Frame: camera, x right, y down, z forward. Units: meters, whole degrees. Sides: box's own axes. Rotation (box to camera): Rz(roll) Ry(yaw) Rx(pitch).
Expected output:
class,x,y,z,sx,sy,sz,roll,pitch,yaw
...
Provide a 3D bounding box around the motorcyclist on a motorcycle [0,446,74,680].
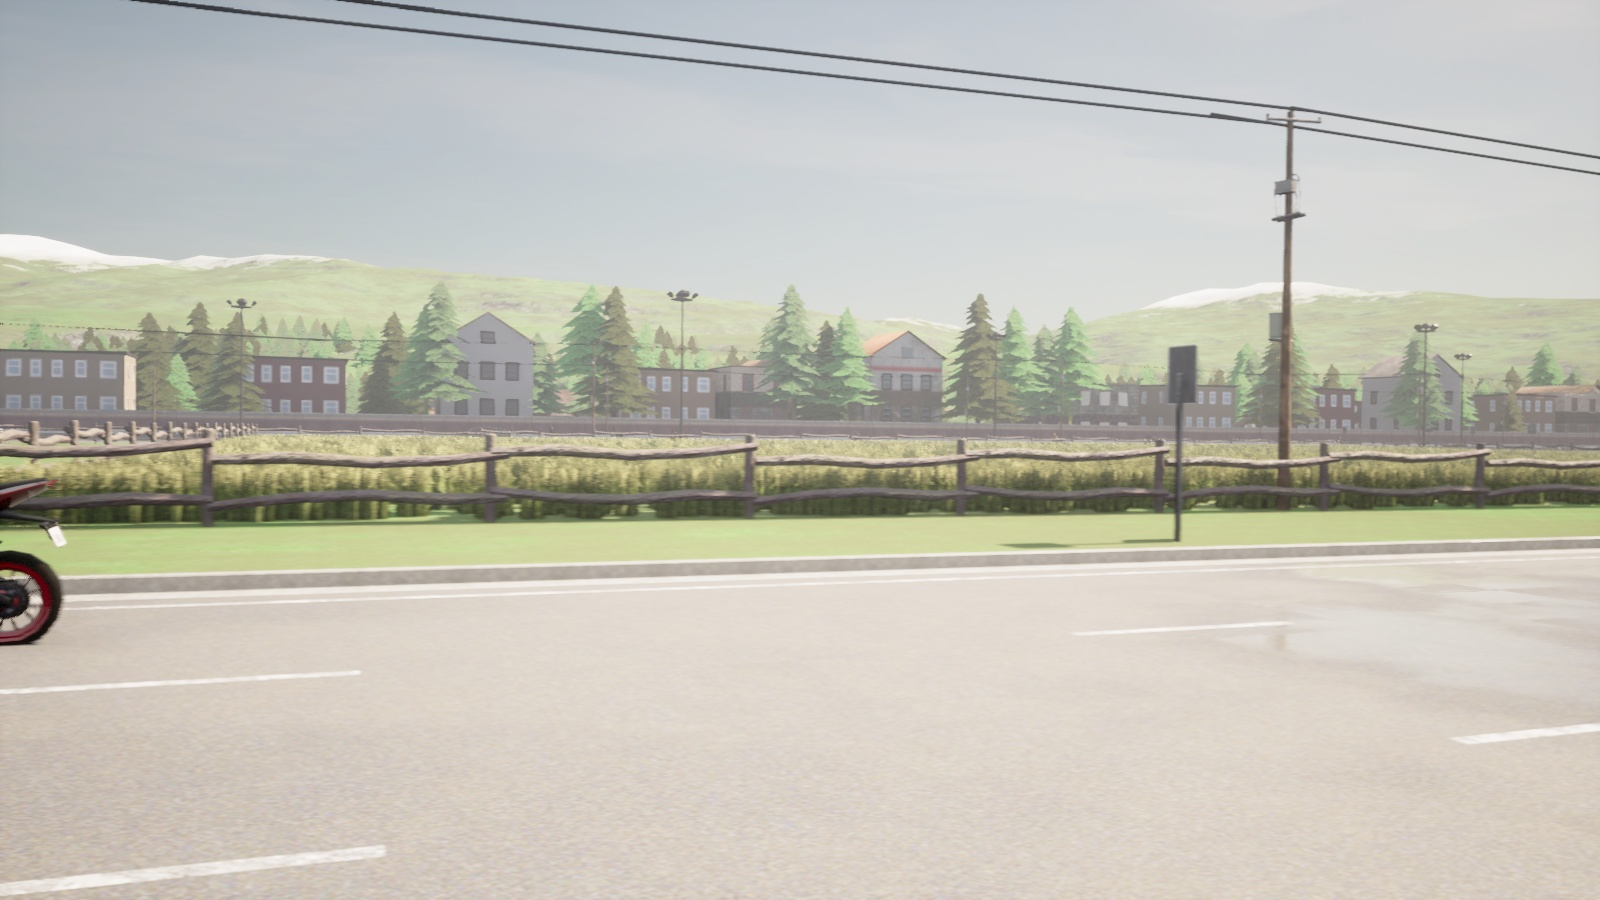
class,x,y,z,sx,sy,sz,roll,pitch,yaw
motorcyclist on a motorcycle,-6.188,0.760,8.377,2.191,1.530,0.866,-1,1,-21
